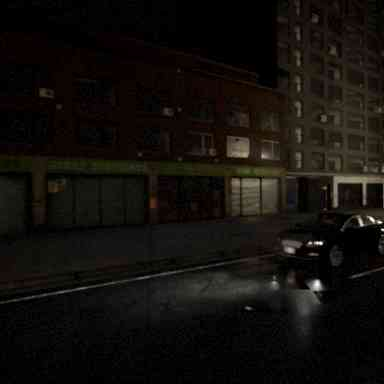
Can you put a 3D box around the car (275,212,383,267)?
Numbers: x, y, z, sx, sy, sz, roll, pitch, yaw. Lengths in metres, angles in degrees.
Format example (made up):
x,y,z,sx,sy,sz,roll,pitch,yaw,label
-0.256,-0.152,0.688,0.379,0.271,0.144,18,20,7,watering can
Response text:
x,y,z,sx,sy,sz,roll,pitch,yaw,label
4.862,1.444,11.271,4.902,1.511,2.128,0,0,-36,car
